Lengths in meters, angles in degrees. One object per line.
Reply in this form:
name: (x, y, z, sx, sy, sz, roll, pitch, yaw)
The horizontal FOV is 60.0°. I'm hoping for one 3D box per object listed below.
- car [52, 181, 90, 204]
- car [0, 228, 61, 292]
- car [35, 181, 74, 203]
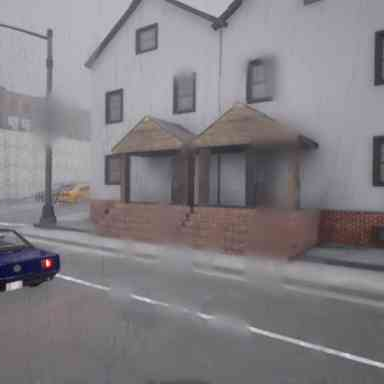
car: (-9.536, 0.030, 29.992, 1.882, 1.535, 5.008, 1, 10, 36)
car: (-5.174, 1.466, 7.656, 4.718, 1.301, 1.895, 1, 1, 36)
car: (-12.608, -0.119, 31.851, 2.097, 1.767, 4.553, 1, 10, 35)
